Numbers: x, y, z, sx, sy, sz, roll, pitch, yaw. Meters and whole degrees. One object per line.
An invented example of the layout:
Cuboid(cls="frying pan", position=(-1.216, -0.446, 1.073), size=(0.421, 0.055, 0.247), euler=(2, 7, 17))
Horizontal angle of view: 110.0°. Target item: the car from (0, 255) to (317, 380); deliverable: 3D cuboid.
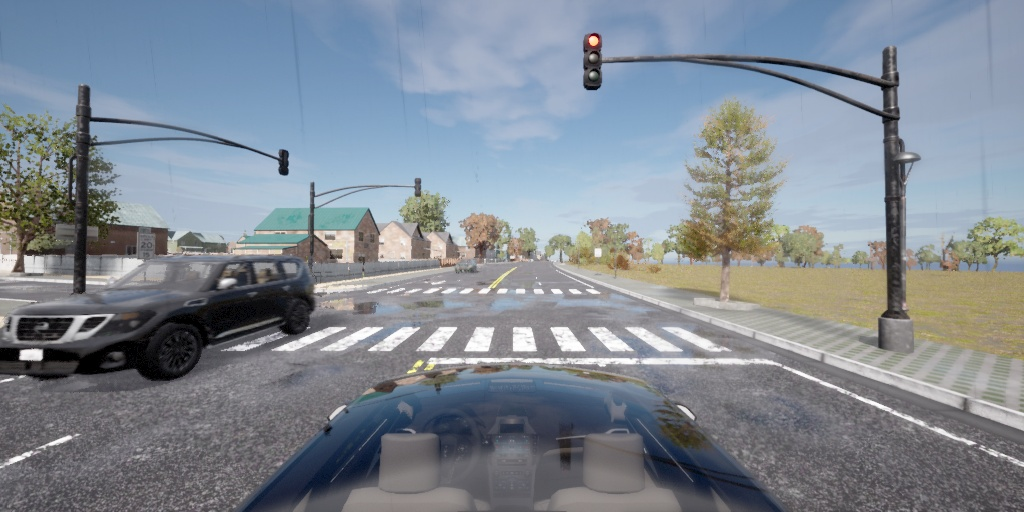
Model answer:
Cuboid(cls="car", position=(-6.457, 0.985, 7.598), size=(2.150, 2.045, 5.566), euler=(0, 0, 0))

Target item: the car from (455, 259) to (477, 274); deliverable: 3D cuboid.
Cuboid(cls="car", position=(-5.445, 1.148, 42.800), size=(2.097, 1.767, 4.553), euler=(0, 0, 3))
